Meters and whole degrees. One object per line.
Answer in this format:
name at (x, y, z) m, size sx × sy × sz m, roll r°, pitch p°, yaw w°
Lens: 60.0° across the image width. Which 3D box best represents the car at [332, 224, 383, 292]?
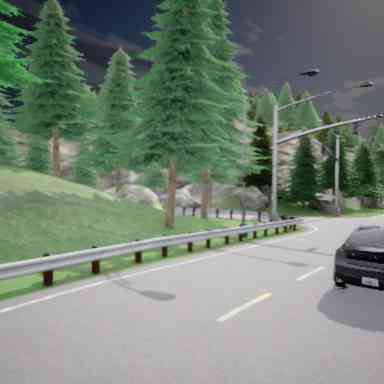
car at (5.128, 1.589, 8.619) m, size 1.837 × 1.490 × 4.892 m, roll 1°, pitch 0°, yaw 39°
